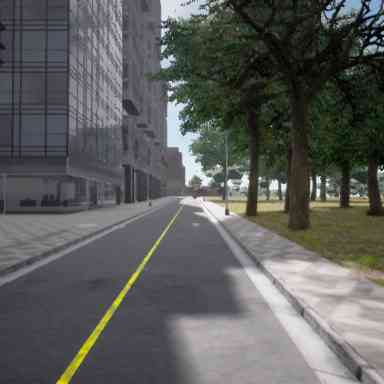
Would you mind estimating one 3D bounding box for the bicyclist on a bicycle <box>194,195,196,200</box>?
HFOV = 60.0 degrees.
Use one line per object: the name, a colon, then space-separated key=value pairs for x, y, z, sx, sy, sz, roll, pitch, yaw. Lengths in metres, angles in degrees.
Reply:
bicyclist on a bicycle: x=0.835 y=1.633 z=90.233 sx=0.582 sy=1.620 sz=1.656 roll=1 pitch=0 yaw=0
